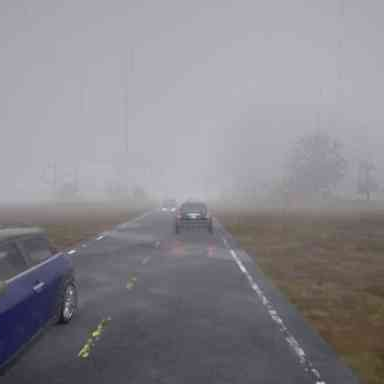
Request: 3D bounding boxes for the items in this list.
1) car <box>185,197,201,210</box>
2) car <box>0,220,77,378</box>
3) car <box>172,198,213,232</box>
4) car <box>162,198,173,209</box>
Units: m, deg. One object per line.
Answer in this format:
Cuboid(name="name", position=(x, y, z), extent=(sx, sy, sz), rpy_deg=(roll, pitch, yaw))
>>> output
Cuboid(name="car", position=(0.089, 1.468, 42.791), extent=(1.882, 1.535, 5.008), rpy_deg=(0, 0, 0))
Cuboid(name="car", position=(-3.102, 1.352, 4.037), extent=(2.097, 1.767, 4.553), rpy_deg=(0, 0, 0))
Cuboid(name="car", position=(0.094, 1.348, 19.976), extent=(2.097, 1.767, 4.553), rpy_deg=(0, 0, 0))
Cuboid(name="car", position=(-3.090, 1.536, 46.411), extent=(2.033, 1.411, 5.357), rpy_deg=(0, 0, 0))
